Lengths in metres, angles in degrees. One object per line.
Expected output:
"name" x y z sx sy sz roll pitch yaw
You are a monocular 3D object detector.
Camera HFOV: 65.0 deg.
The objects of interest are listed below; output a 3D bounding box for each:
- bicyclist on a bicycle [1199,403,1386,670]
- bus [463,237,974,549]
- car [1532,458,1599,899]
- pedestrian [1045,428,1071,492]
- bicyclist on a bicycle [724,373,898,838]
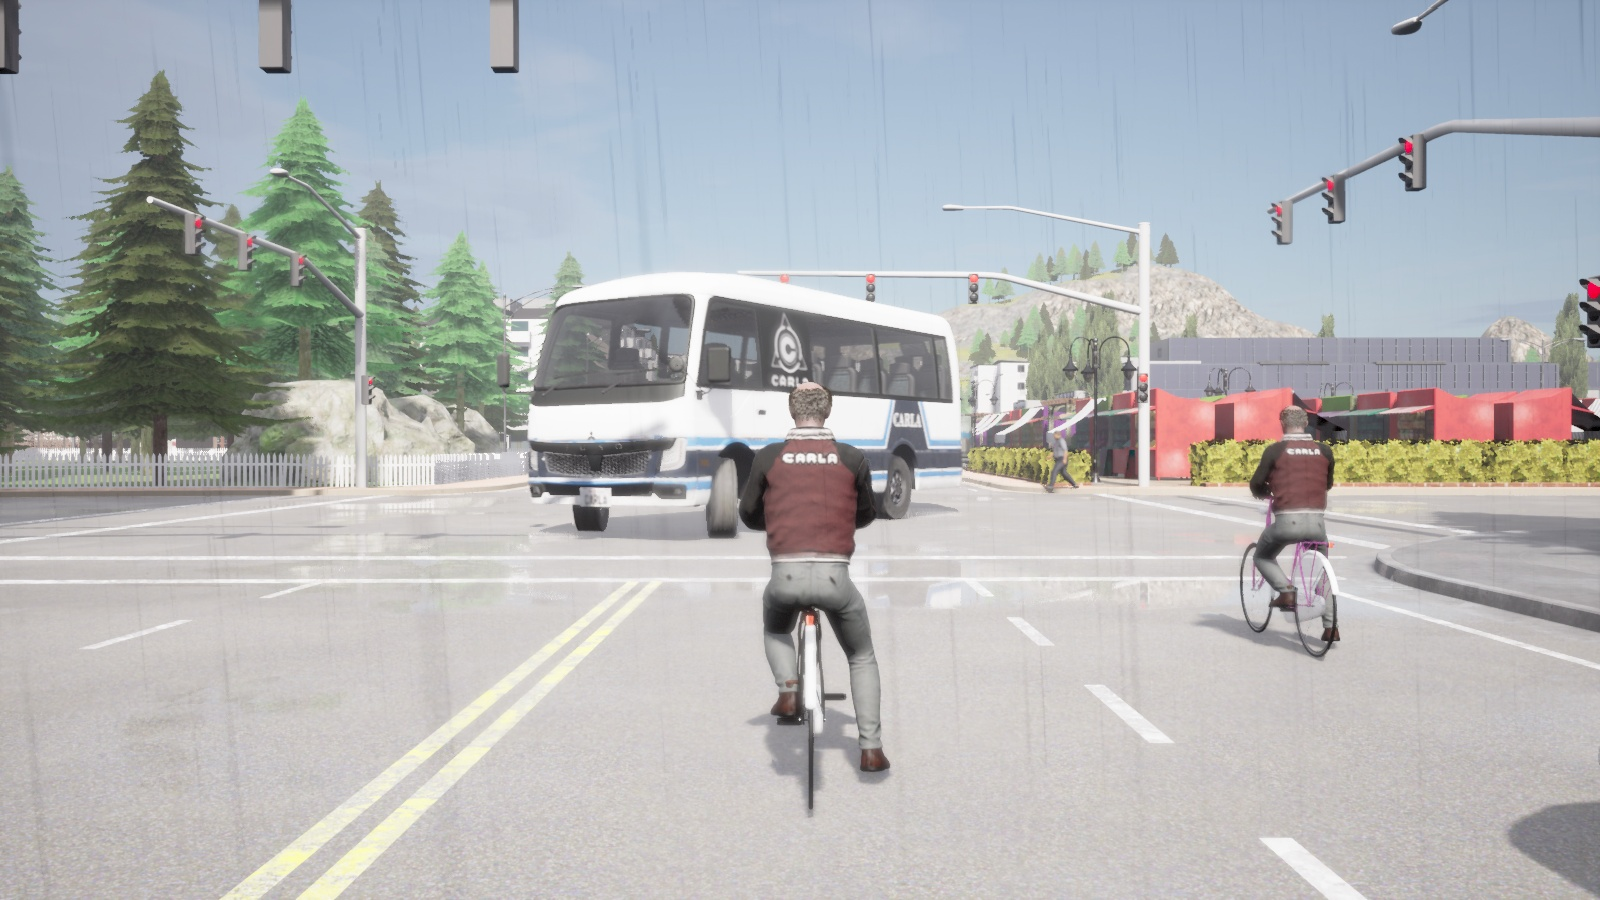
"bicyclist on a bicycle" 3.564 0.568 9.269 0.659 1.776 1.843 0 1 0
"bus" -0.773 -0.772 22.512 3.944 4.253 10.273 -1 0 31
"car" 3.526 0.763 2.164 1.812 1.442 4.674 0 0 0
"pedestrian" 7.485 0.281 36.425 0.694 1.848 0.540 0 0 7
"bicyclist on a bicycle" 0.046 0.585 5.708 0.659 1.776 1.843 0 1 0
